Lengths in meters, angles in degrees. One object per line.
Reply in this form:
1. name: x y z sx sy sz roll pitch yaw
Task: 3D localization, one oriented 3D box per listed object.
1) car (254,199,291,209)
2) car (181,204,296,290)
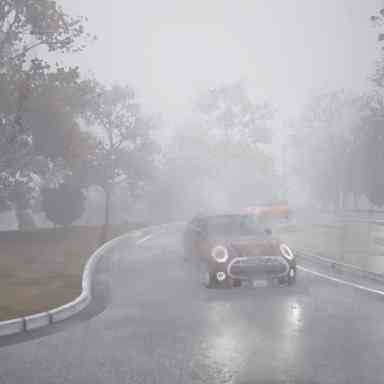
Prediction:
1. car: 5.686 1.347 25.658 4.553 1.767 2.097 0 0 -38
2. car: 1.020 1.350 9.283 2.097 1.767 4.553 0 0 -11
